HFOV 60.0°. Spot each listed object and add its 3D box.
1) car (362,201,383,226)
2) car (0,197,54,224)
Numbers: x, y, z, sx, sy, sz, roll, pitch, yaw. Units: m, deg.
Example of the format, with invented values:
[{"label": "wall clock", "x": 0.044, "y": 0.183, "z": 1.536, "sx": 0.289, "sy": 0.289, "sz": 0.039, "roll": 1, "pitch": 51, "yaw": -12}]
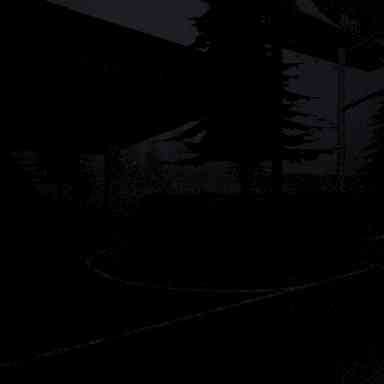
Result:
[{"label": "car", "x": 11.384, "y": 1.317, "z": 21.315, "sx": 2.128, "sy": 1.511, "sz": 4.902, "roll": 0, "pitch": 1, "yaw": -36}, {"label": "car", "x": -11.963, "y": 1.313, "z": 23.475, "sx": 3.866, "sy": 1.878, "sz": 1.905, "roll": 0, "pitch": 0, "yaw": -36}]
